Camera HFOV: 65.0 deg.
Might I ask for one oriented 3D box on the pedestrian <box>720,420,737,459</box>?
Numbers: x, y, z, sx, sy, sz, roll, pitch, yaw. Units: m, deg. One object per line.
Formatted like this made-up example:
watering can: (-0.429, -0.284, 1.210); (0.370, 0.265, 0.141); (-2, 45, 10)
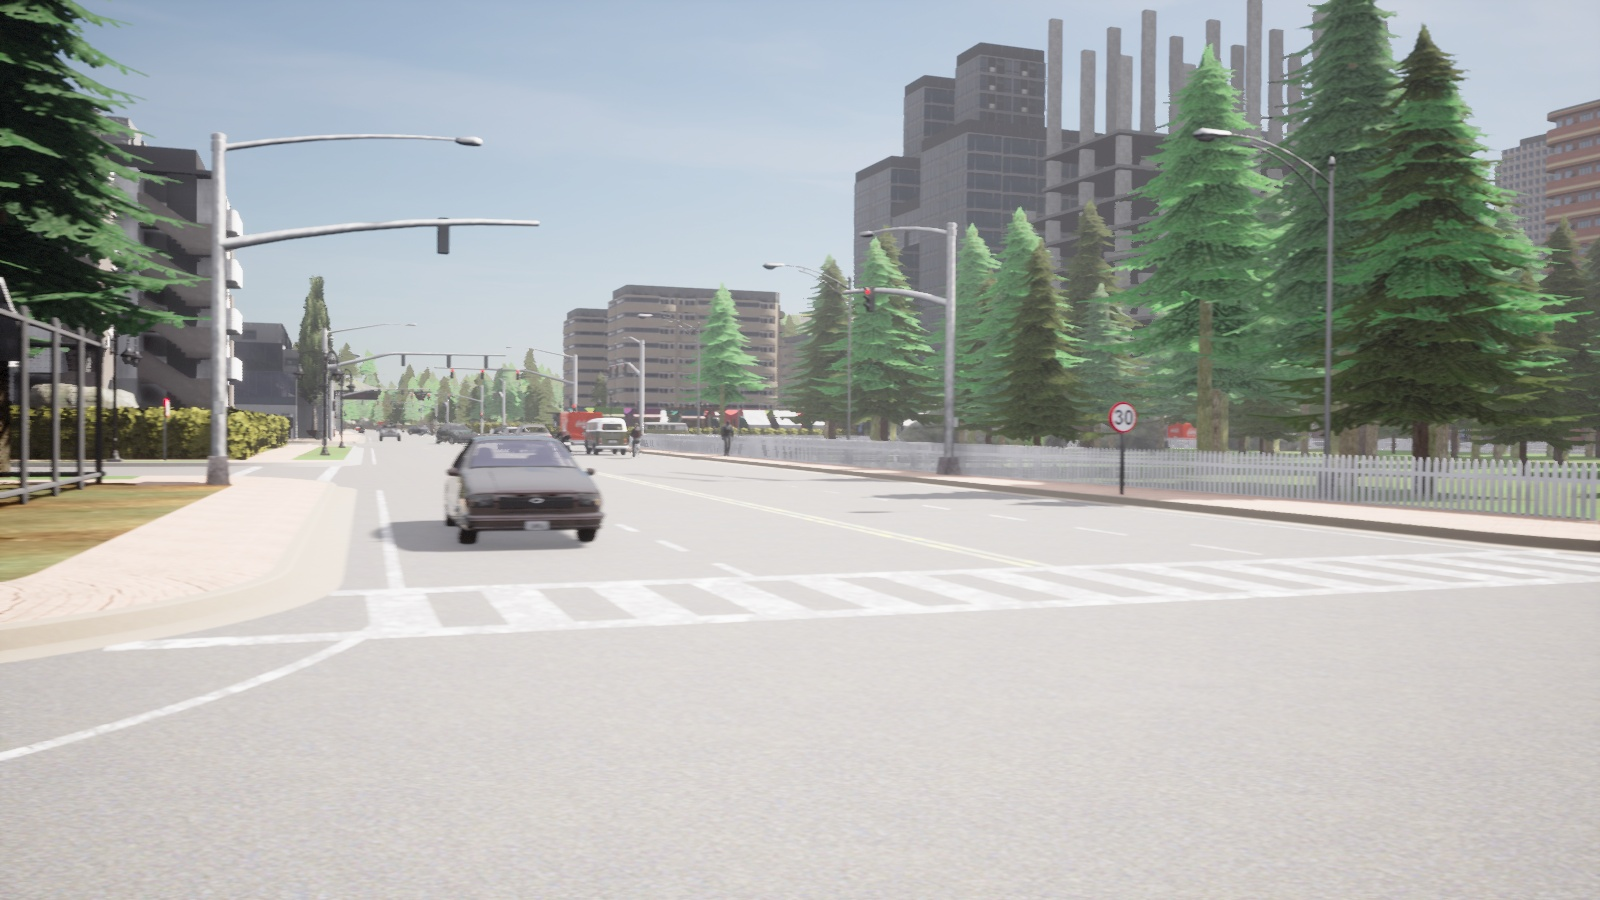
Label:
pedestrian: (-3.483, -0.528, 61.044); (0.563, 1.883, 0.849); (-1, 1, -18)

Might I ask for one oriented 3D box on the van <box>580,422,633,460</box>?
van: (-10.785, -0.522, 69.840); (2.069, 2.038, 4.480); (-1, 1, -19)

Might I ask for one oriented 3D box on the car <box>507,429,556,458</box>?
car: (-15.754, -0.402, 73.509); (2.242, 1.667, 4.611); (-1, 1, -19)

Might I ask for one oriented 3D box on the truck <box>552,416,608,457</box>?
truck: (-13.836, -0.843, 78.668); (2.627, 2.467, 5.204); (-1, 1, -19)

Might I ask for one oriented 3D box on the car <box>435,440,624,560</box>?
car: (-4.092, 0.588, 18.241); (2.033, 1.411, 5.357); (-1, 1, -19)
